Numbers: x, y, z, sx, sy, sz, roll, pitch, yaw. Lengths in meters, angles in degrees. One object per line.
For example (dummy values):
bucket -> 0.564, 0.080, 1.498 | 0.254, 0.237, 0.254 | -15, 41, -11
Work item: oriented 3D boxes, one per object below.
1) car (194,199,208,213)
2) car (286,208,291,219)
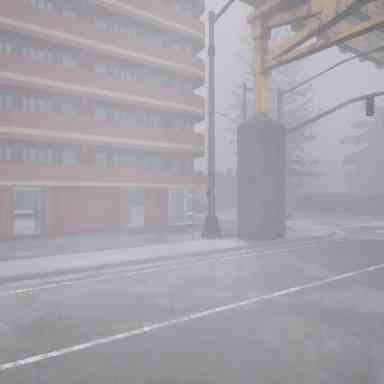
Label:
car -> 0.276, 1.478, 36.833 | 1.882, 1.535, 5.008 | 0, 0, -36
car -> 6.239, 1.526, 28.463 | 1.812, 1.442, 4.674 | 0, 0, -36
